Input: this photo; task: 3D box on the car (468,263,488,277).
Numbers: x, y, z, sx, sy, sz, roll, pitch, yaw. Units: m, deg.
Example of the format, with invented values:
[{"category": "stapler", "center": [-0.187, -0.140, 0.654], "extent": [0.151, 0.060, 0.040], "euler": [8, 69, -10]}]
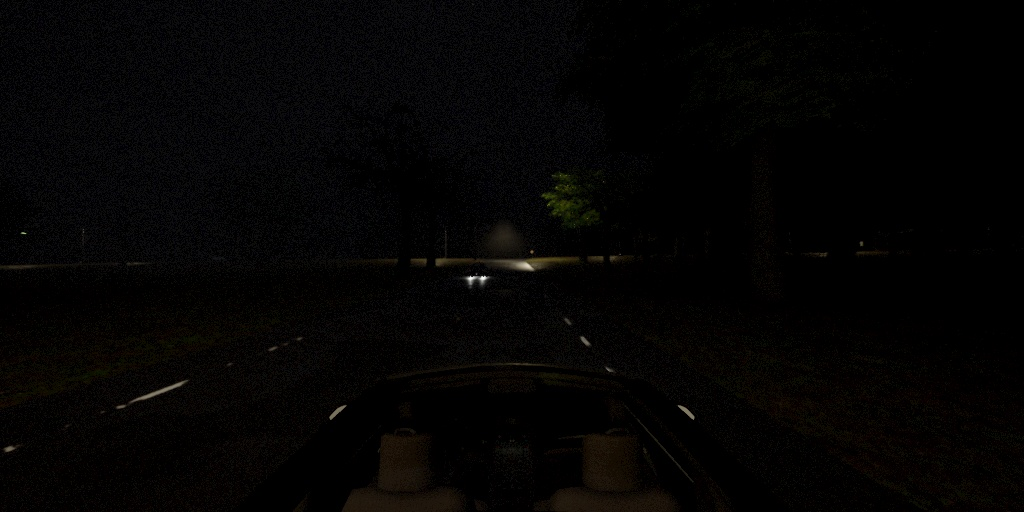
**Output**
[{"category": "car", "center": [-3.574, 1.418, 38.784], "extent": [2.033, 1.411, 5.357], "euler": [0, 0, 0]}]
